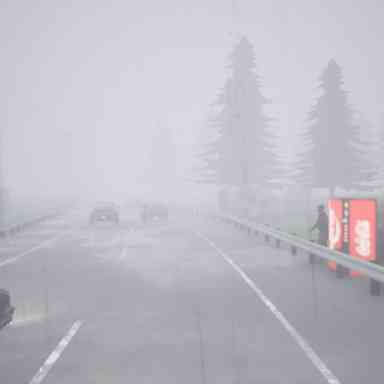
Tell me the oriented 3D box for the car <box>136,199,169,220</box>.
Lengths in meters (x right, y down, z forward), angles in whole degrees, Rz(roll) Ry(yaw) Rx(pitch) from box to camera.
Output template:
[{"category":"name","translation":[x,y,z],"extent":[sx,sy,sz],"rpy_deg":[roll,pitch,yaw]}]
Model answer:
[{"category":"car","translation":[-3.141,1.476,26.550],"extent":[1.895,1.301,4.718],"rpy_deg":[0,0,-13]}]

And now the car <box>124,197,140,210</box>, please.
[{"category":"car","translation":[-7.129,1.336,40.554],"extent":[1.812,1.442,4.674],"rpy_deg":[0,0,-18]}]

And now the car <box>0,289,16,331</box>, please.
[{"category":"car","translation":[-3.509,1.535,2.569],"extent":[2.033,1.411,5.357],"rpy_deg":[0,0,-2]}]

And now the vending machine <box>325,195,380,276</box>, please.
[{"category":"vending machine","translation":[4.428,1.151,9.248],"extent":[1.100,2.100,0.880],"rpy_deg":[0,0,-5]}]

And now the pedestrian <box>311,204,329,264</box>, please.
[{"category":"pedestrian","translation":[3.907,1.246,9.946],"extent":[0.375,1.860,0.375],"rpy_deg":[0,0,-5]}]

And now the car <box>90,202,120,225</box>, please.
[{"category":"car","translation":[-6.046,1.416,23.236],"extent":[1.812,1.442,4.674],"rpy_deg":[0,0,-11]}]
